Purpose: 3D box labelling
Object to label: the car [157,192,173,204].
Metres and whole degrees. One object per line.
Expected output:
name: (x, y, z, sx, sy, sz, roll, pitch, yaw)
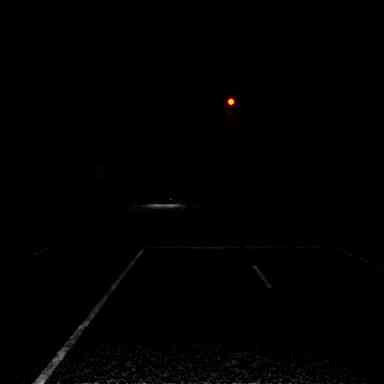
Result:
car: (-3.485, 0.758, 43.916, 1.882, 1.535, 5.008, 0, 1, 0)
